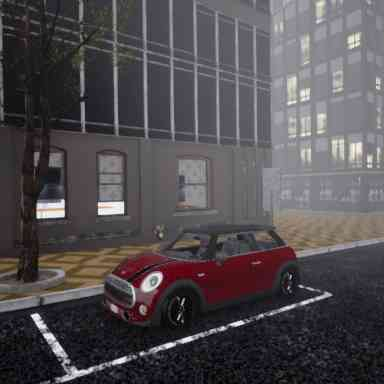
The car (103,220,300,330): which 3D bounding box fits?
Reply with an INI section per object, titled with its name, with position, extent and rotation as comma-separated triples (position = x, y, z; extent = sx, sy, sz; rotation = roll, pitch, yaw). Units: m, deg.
[car]
position = 0.295, 1.439, 6.800
extent = 4.097, 1.590, 1.967
rotation = 0, -1, -36
